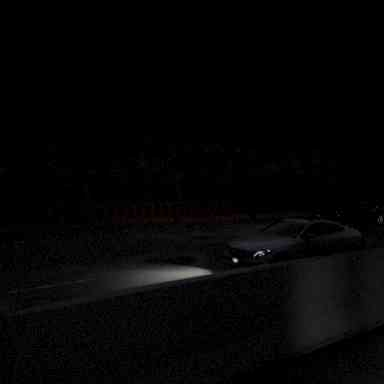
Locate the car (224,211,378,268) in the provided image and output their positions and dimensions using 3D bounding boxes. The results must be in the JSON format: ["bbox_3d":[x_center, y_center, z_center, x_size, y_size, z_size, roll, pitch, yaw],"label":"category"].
[{"bbox_3d":[3.147,1.487,9.829,4.674,1.442,1.812,0,0,-30],"label":"car"}]

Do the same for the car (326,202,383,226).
[{"bbox_3d":[10.269,1.414,21.300,4.892,1.490,1.837,0,0,-23],"label":"car"}]
